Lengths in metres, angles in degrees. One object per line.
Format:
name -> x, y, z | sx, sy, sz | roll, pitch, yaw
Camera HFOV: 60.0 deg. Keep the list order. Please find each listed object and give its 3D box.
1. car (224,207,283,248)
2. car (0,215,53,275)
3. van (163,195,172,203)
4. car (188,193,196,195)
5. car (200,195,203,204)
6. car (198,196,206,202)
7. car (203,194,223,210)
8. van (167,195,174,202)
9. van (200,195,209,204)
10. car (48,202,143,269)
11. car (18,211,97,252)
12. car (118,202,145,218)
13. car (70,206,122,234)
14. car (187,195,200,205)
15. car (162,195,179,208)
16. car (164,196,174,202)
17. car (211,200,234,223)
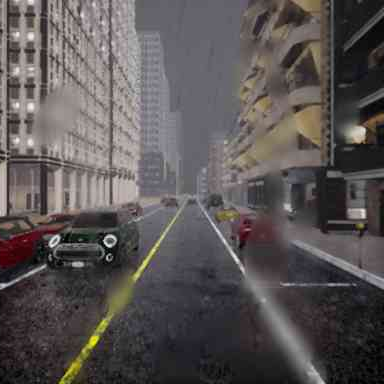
car -> 2.691, 1.577, 14.680 | 1.887, 1.381, 4.507 | 0, 0, 0
car -> -5.690, 1.460, 9.033 | 1.967, 1.590, 4.097 | 0, 0, 0
van -> -5.687, 1.545, 76.816 | 1.690, 1.788, 3.998 | 0, 0, 0
car -> 0.005, 1.287, 75.759 | 2.150, 2.045, 5.566 | 0, 0, 0
car -> 2.694, 1.750, 65.517 | 1.802, 1.307, 4.206 | 0, 0, 0
car -> 2.695, 1.791, 88.111 | 2.008, 1.369, 4.403 | 0, 0, 0
car -> 3.002, 1.331, 44.519 | 2.150, 2.045, 5.566 | 0, 0, 0
van -> -5.685, 1.582, 88.113 | 1.690, 1.788, 3.998 | 0, 0, 0
van -> 2.694, 1.527, 71.167 | 1.690, 1.788, 3.998 | 0, 0, 0
car -> -3.099, 1.377, 11.290 | 2.097, 1.767, 4.553 | 0, 0, 0
car -> -5.689, 1.614, 14.680 | 1.802, 1.307, 4.206 | 0, 0, 0
car -> -5.688, 1.654, 31.627 | 1.802, 1.307, 4.206 | 0, 0, 0
car -> -5.689, 1.611, 20.330 | 1.947, 1.339, 4.313 | 0, 0, 0
car -> 0.025, 1.700, 60.548 | 2.033, 1.411, 5.357 | 0, 0, 1
car -> -3.074, 1.604, 51.419 | 1.882, 1.535, 5.008 | 0, 0, 0
car -> -5.686, 1.773, 82.464 | 2.008, 1.369, 4.403 | 0, 0, 0
car -> 2.691, 1.584, 26.148 | 1.752, 1.417, 4.829 | 0, 0, 0
